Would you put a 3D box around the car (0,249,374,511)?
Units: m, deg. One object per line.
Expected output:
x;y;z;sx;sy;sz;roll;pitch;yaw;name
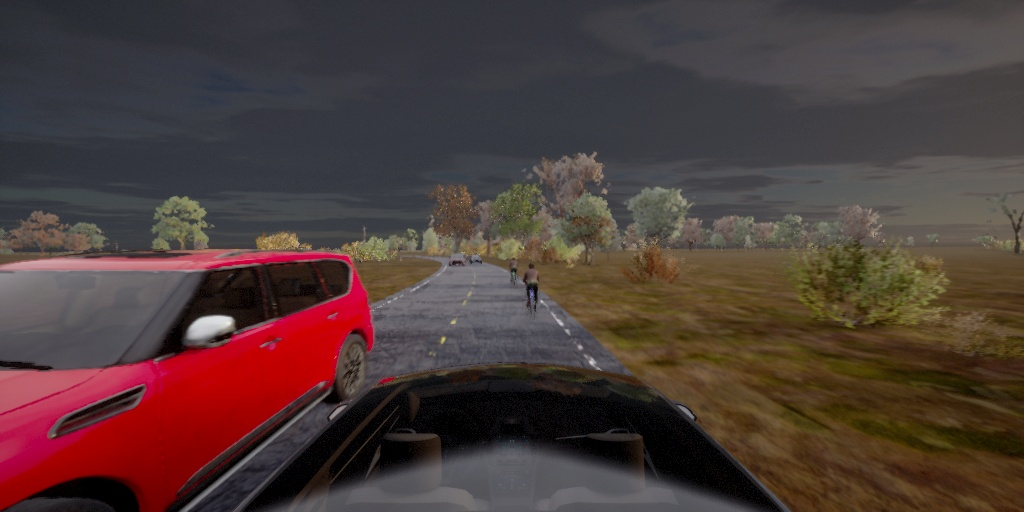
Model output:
-3.141;0.955;3.234;2.150;2.045;5.566;0;1;-1;car

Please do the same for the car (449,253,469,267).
-6.987;0.423;45.677;2.097;1.767;4.553;0;1;-10;car

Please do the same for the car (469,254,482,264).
-5.938;0.443;56.875;2.033;1.411;5.357;0;1;-12;car

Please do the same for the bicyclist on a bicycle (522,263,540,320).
0.606;1.054;10.913;0.582;1.620;1.656;0;1;-2;bicyclist on a bicycle

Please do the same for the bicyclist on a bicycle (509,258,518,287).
0.104;0.910;19.984;0.582;1.620;1.656;0;1;-4;bicyclist on a bicycle
